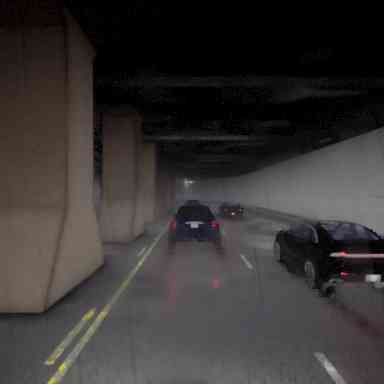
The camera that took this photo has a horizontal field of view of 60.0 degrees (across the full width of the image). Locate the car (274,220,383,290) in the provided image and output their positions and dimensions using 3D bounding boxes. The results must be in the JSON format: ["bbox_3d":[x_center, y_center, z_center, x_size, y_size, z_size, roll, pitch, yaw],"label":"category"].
[{"bbox_3d":[3.601,1.493,9.029,2.128,1.511,4.902,0,0,0],"label":"car"}]

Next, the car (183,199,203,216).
[{"bbox_3d":[0.086,1.531,33.975,1.812,1.442,4.674,0,0,0],"label":"car"}]

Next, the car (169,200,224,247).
[{"bbox_3d":[0.099,1.355,15.280,2.097,1.767,4.553,0,0,0],"label":"car"}]

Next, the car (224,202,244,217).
[{"bbox_3d":[3.599,1.606,31.408,1.895,1.301,4.718,0,0,0],"label":"car"}]
